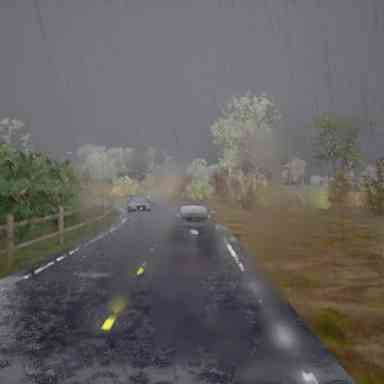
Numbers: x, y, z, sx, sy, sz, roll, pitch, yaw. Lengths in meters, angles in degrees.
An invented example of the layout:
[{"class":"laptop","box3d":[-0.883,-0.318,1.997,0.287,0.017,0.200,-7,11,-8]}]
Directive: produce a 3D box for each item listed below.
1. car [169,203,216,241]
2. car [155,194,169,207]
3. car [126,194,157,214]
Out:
[{"class":"car","box3d":[0.020,1.259,15.272,1.837,1.490,4.892,0,2,-2]},{"class":"car","box3d":[-4.141,0.889,36.950,2.033,1.411,5.357,-1,1,-22]},{"class":"car","box3d":[-4.526,1.080,28.365,1.994,1.385,4.181,0,1,-15]}]
